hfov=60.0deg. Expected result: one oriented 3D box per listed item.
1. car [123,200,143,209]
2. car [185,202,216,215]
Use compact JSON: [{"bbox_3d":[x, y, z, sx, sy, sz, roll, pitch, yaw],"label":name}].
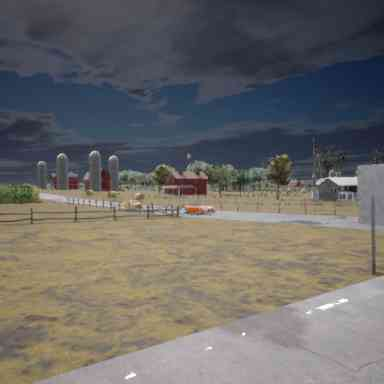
[{"bbox_3d":[-10.581,2.202,59.509,1.882,1.535,5.008,-1,1,-36],"label":"car"},{"bbox_3d":[1.059,2.035,43.085,2.097,1.767,4.553,-1,0,-36],"label":"car"}]
